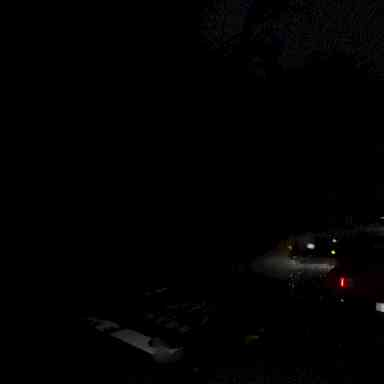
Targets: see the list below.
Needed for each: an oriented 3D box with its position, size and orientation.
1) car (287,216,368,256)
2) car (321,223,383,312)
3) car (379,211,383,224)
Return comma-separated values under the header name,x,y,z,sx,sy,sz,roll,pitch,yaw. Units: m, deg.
name,x,y,z,sx,sy,sz,roll,pitch,yaw
car,5.218,1.596,12.436,1.994,1.385,4.181,-1,-1,42
car,4.621,1.596,7.070,1.895,1.301,4.718,-1,-1,41
car,14.517,1.557,22.993,2.033,1.411,5.357,-1,-1,41
